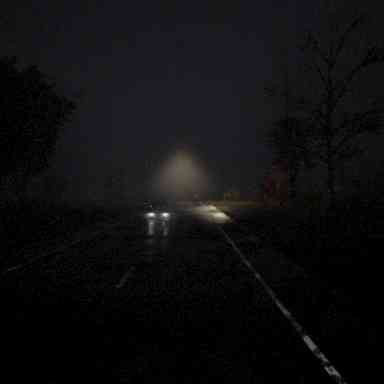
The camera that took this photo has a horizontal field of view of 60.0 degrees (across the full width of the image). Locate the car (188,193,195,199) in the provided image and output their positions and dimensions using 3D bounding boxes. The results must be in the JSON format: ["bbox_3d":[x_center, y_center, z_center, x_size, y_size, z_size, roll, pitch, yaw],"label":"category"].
[{"bbox_3d":[0.005,1.300,93.292,1.994,1.385,4.181,0,0,0],"label":"car"}]

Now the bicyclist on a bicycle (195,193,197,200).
[{"bbox_3d":[0.970,1.205,83.630,0.659,1.776,1.843,0,0,0],"label":"bicyclist on a bicycle"}]

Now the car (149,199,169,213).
[{"bbox_3d":[-3.592,1.486,37.041,1.812,1.442,4.674,0,0,0],"label":"car"}]

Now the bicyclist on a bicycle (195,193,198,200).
[{"bbox_3d":[0.968,1.321,73.918,0.582,1.620,1.656,0,0,0],"label":"bicyclist on a bicycle"}]
